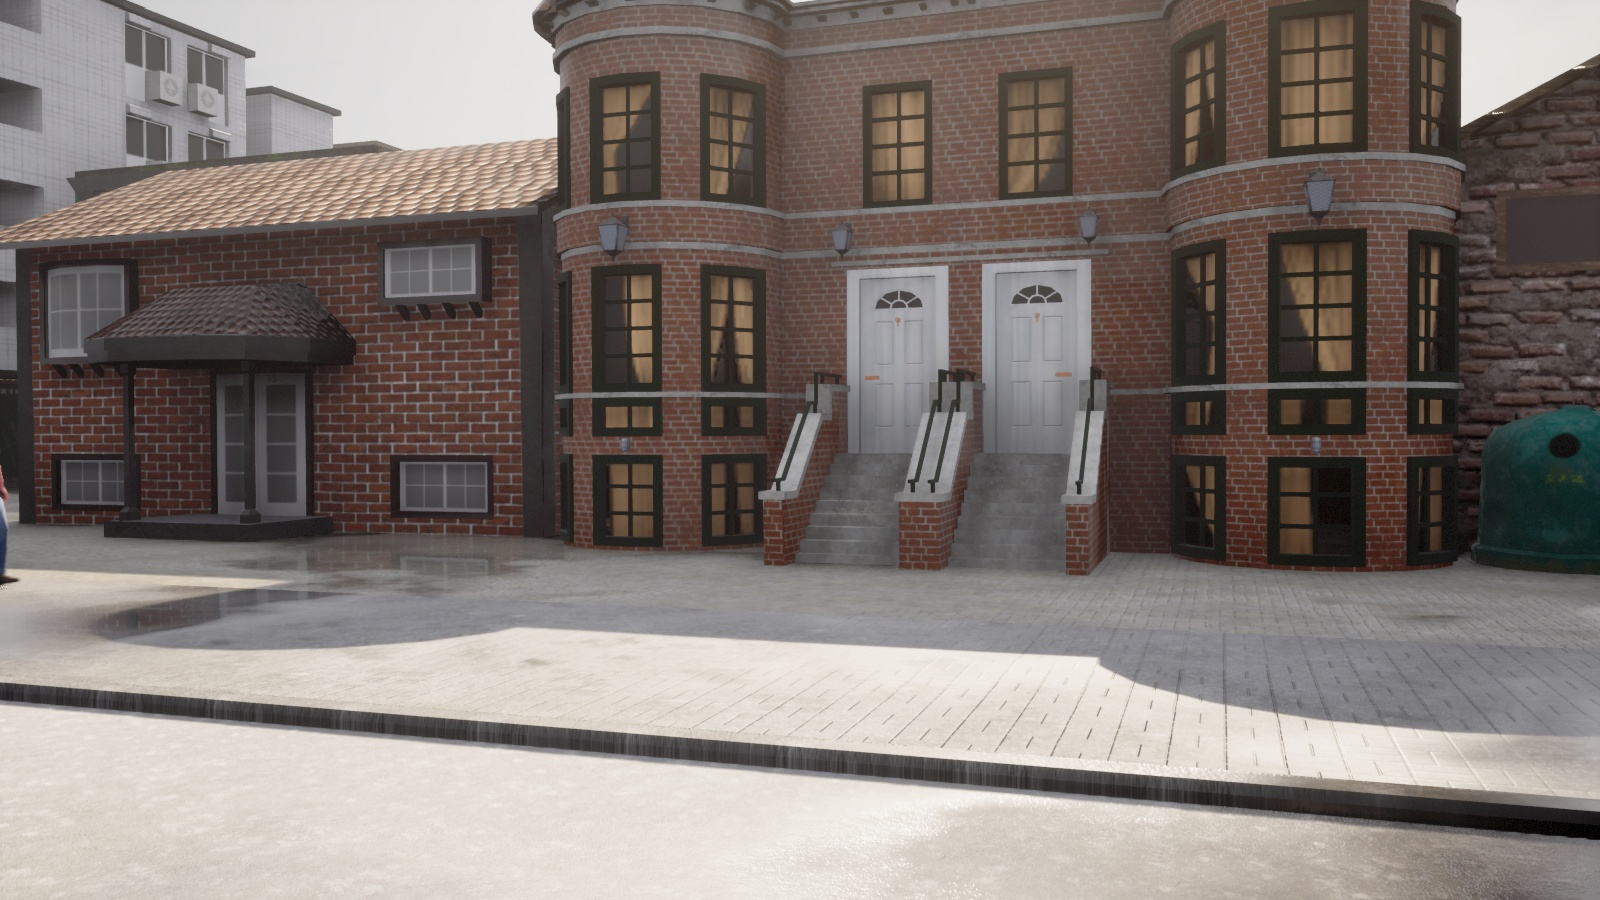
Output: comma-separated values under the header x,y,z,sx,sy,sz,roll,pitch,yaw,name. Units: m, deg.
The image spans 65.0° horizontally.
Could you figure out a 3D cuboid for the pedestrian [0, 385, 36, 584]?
x,y,z,sx,sy,sz,roll,pitch,yaw,name
-7.629,0.316,11.804,0.706,1.836,0.354,0,1,11,pedestrian
